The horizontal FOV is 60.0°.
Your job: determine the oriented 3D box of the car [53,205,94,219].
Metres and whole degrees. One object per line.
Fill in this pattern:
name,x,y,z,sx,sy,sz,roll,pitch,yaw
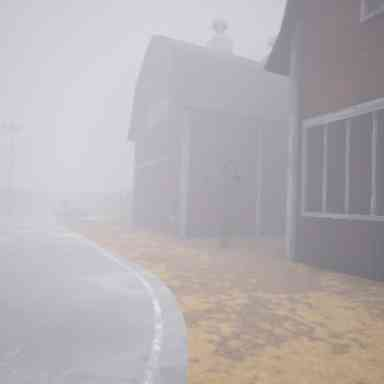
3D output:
car,-14.562,2.525,40.485,2.033,1.411,5.357,1,-2,14

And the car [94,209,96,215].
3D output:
car,-16.184,2.771,50.107,1.837,1.490,4.892,4,-3,-41
